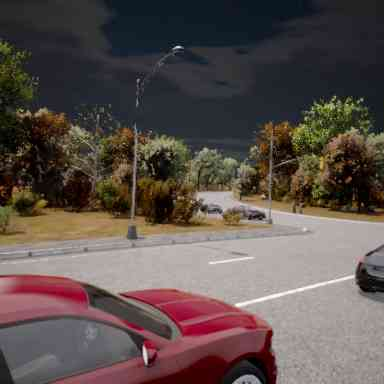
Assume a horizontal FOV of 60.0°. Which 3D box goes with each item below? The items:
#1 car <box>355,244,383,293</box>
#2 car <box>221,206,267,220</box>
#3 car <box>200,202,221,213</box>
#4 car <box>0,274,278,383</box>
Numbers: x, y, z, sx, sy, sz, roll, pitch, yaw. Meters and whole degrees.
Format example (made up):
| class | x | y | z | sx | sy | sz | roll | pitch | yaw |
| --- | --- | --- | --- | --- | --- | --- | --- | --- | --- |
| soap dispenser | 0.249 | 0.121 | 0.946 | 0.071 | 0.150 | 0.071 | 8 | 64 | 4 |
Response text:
| class | x | y | z | sx | sy | sz | roll | pitch | yaw |
| --- | --- | --- | --- | --- | --- | --- | --- | --- | --- |
| car | 5.751 | 1.677 | 7.903 | 4.181 | 1.385 | 1.994 | 1 | -1 | -35 |
| car | 5.770 | 2.212 | 36.034 | 2.033 | 1.411 | 5.357 | 3 | -1 | -26 |
| car | 2.530 | 2.119 | 44.738 | 1.994 | 1.385 | 4.181 | 3 | 0 | -19 |
| car | -1.397 | 1.479 | 2.748 | 5.008 | 1.535 | 1.882 | 0 | 0 | -36 |
